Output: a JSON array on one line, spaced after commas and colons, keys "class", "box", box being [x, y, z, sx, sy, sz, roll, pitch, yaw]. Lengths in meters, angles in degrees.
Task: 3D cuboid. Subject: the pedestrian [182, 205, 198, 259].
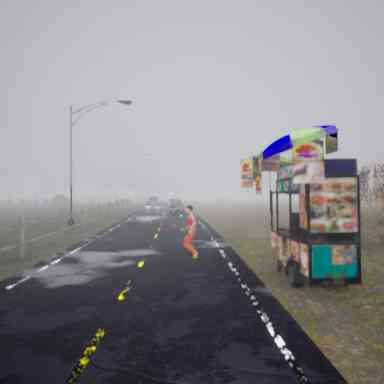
[{"class": "pedestrian", "box": [-0.058, 1.270, 10.955, 0.375, 1.860, 0.375, 1, -1, 0]}]

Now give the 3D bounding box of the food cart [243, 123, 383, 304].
[{"class": "food cart", "box": [2.940, 0.446, 8.932, 2.280, 3.560, 4.660, -1, -1, -2]}]

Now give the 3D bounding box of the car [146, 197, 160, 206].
[{"class": "car", "box": [-6.054, 1.457, 51.832, 1.812, 1.442, 4.674, 0, 0, -6]}]

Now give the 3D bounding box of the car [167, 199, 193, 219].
[{"class": "car", "box": [-0.990, 1.549, 28.033, 1.895, 1.301, 4.718, 0, 0, -4]}]
